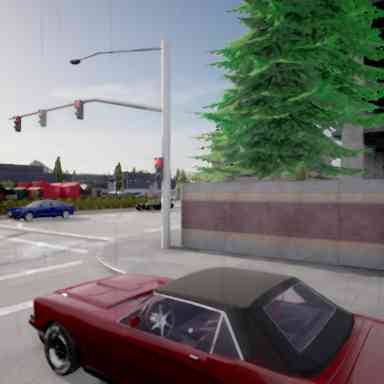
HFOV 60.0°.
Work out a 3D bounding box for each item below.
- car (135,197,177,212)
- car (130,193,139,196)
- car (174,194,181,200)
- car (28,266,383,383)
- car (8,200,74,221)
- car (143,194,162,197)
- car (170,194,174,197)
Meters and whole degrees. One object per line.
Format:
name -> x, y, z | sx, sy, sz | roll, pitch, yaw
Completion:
car -> -4.168, 1.523, 37.148 | 1.895, 1.301, 4.718 | 0, 0, 35
car -> -13.733, 1.339, 87.575 | 3.806, 1.475, 1.970 | 0, 0, 35
car -> -4.763, 1.353, 74.126 | 3.806, 1.475, 1.970 | 0, 0, 35
car -> 0.118, 1.599, 3.896 | 4.718, 1.301, 1.895 | 0, 0, 36
car -> -11.781, 1.400, 26.285 | 1.882, 1.535, 5.008 | 0, 0, 35
car -> -7.953, 1.111, 69.549 | 4.605, 1.855, 1.932 | 0, 0, 35
car -> -6.440, 1.322, 71.766 | 3.905, 1.438, 1.784 | 0, 0, 35
